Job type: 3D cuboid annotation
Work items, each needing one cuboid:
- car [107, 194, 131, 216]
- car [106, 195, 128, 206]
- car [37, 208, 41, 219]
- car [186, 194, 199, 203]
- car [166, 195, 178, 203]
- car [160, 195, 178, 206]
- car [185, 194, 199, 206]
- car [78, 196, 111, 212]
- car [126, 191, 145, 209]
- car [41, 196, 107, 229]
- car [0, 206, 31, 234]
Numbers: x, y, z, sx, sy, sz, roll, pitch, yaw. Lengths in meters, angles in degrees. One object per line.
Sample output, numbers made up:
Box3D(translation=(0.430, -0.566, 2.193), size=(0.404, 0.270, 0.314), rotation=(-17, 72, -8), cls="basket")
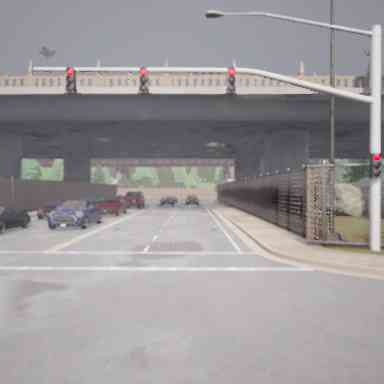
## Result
Box3D(translation=(-7.065, 1.270, 29.747), size=(1.882, 1.535, 5.008), rotation=(0, 0, 0), cls="car")
Box3D(translation=(-10.520, 1.160, 46.969), size=(1.837, 1.490, 4.892), rotation=(0, 0, 1), cls="car")
Box3D(translation=(-10.572, 1.379, 26.463), size=(1.994, 1.385, 4.181), rotation=(0, 0, 0), cls="car")
Box3D(translation=(0.040, 1.068, 57.821), size=(2.128, 1.511, 4.902), rotation=(0, 0, 0), cls="car")
Box3D(translation=(-3.460, 1.175, 57.854), size=(1.895, 1.301, 4.718), rotation=(0, 0, 0), cls="car")
Box3D(translation=(-3.467, 1.253, 47.862), size=(1.895, 1.301, 4.718), rotation=(0, 0, 0), cls="car")
Box3D(translation=(0.033, 1.258, 47.496), size=(1.895, 1.301, 4.718), rotation=(0, 0, 0), cls="car")
Box3D(translation=(-10.563, 1.228, 36.474), size=(2.128, 1.511, 4.902), rotation=(0, 0, 0), cls="car")
Box3D(translation=(-7.047, 0.930, 40.392), size=(2.150, 2.045, 5.566), rotation=(0, 0, 0), cls="car")
Box3D(translation=(-7.074, 1.216, 20.518), size=(2.097, 1.767, 4.553), rotation=(0, 0, 0), cls="car")
Box3D(translation=(-10.572, 1.445, 18.080), size=(1.994, 1.385, 4.181), rotation=(0, 0, 1), cls="car")
